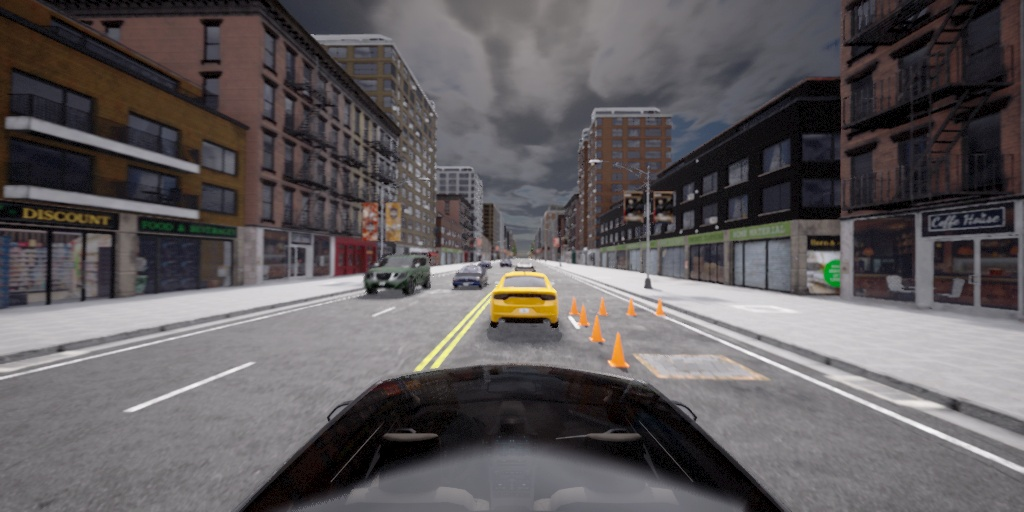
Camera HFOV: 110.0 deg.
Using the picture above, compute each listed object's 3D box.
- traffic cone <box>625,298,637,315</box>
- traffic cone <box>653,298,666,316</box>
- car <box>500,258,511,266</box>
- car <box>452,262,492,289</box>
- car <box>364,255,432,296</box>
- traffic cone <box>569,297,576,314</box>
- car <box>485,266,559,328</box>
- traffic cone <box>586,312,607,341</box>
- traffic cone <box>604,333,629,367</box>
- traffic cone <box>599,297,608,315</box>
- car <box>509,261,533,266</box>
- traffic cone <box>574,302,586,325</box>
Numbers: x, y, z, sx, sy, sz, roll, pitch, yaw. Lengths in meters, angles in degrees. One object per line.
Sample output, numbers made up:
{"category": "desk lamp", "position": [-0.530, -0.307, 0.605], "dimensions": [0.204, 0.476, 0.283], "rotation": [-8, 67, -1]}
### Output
{"category": "traffic cone", "position": [4.200, 1.769, 12.659], "dimensions": [0.340, 0.580, 0.340], "rotation": [0, 0, 2]}
{"category": "traffic cone", "position": [5.199, 1.778, 12.624], "dimensions": [0.340, 0.580, 0.340], "rotation": [0, 0, 2]}
{"category": "car", "position": [-1.075, 1.238, 65.320], "dimensions": [2.097, 1.767, 4.553], "rotation": [1, 0, 2]}
{"category": "car", "position": [-2.619, 1.319, 23.842], "dimensions": [2.033, 1.411, 5.357], "rotation": [1, 0, 2]}
{"category": "car", "position": [-6.018, 0.951, 19.677], "dimensions": [2.150, 2.045, 5.566], "rotation": [1, 0, 2]}
{"category": "traffic cone", "position": [2.201, 1.749, 12.730], "dimensions": [0.340, 0.580, 0.340], "rotation": [0, 0, 2]}
{"category": "car", "position": [0.402, 1.252, 11.655], "dimensions": [1.882, 1.535, 5.008], "rotation": [1, 0, 2]}
{"category": "traffic cone", "position": [2.060, 1.740, 8.732], "dimensions": [0.340, 0.580, 0.340], "rotation": [0, 0, 2]}
{"category": "traffic cone", "position": [1.990, 1.735, 6.734], "dimensions": [0.340, 0.580, 0.340], "rotation": [0, 0, 2]}
{"category": "traffic cone", "position": [3.201, 1.759, 12.695], "dimensions": [0.340, 0.580, 0.340], "rotation": [0, 0, 2]}
{"category": "car", "position": [1.139, 1.318, 32.505], "dimensions": [2.128, 1.511, 4.902], "rotation": [1, 0, 2]}
{"category": "traffic cone", "position": [2.131, 1.745, 10.731], "dimensions": [0.340, 0.580, 0.340], "rotation": [0, 0, 2]}
